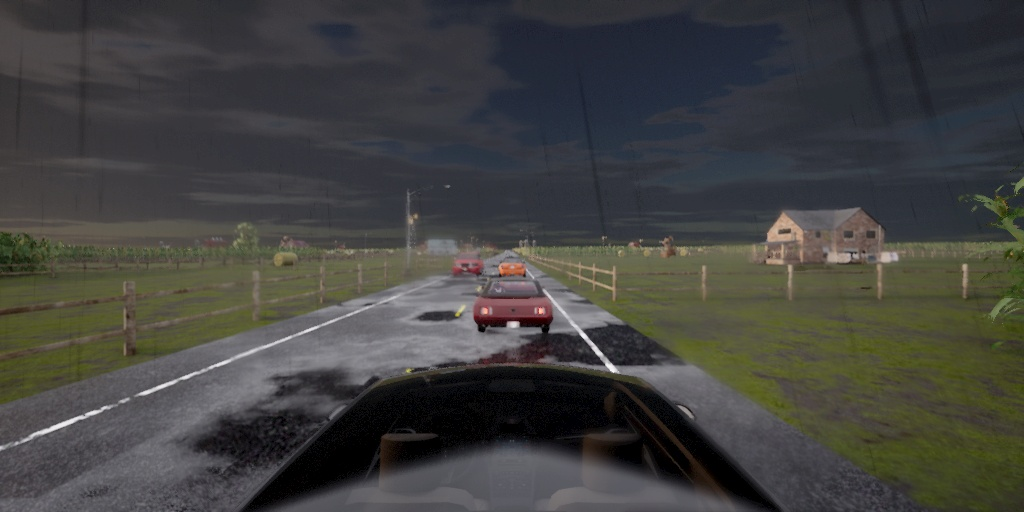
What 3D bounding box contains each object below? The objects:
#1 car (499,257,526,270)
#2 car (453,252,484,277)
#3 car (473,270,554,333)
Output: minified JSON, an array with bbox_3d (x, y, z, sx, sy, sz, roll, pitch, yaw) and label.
[{"bbox_3d":[0.030,0.824,29.206,2.097,1.767,4.553,0,1,0],"label":"car"},{"bbox_3d":[-3.647,0.677,30.791,2.150,2.045,5.566,0,1,0],"label":"car"},{"bbox_3d":[0.047,1.266,10.440,1.895,1.301,4.718,0,1,0],"label":"car"}]
